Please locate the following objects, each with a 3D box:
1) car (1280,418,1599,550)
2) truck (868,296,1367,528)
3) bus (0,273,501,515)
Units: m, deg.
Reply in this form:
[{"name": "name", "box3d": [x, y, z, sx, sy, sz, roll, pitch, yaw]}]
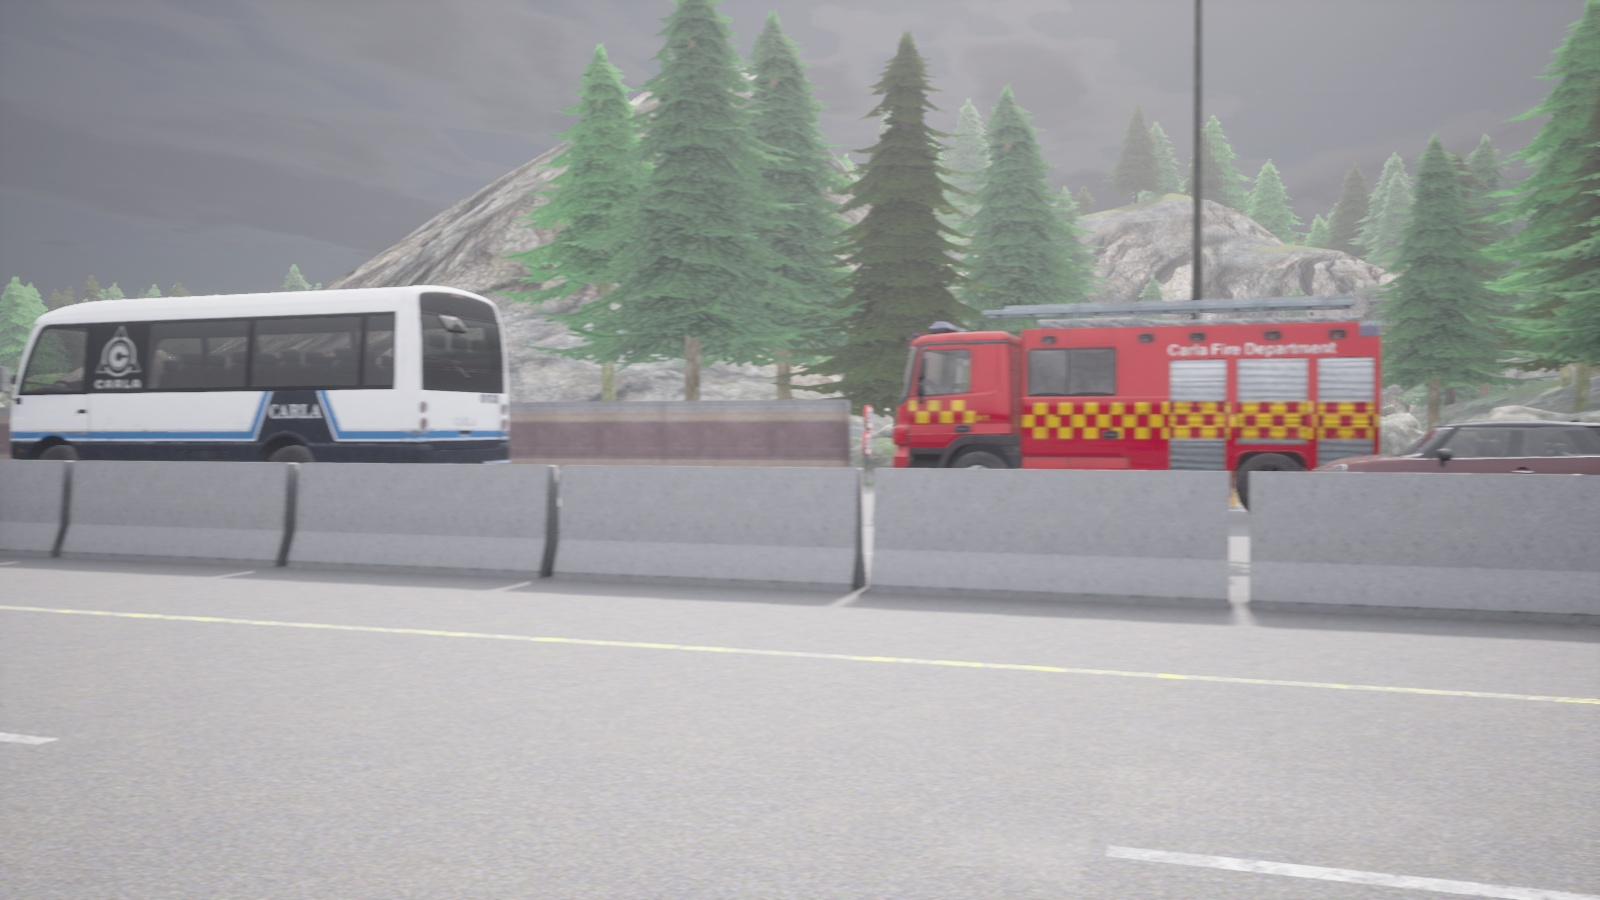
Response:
[{"name": "car", "box3d": [9.543, 0.431, 18.443, 4.553, 1.767, 2.097, 1, 1, 19]}, {"name": "truck", "box3d": [5.757, -0.696, 23.394, 8.468, 3.827, 2.891, 1, 1, 19]}, {"name": "bus", "box3d": [-11.635, -1.051, 25.550, 10.273, 4.253, 3.944, 1, 1, 19]}]
